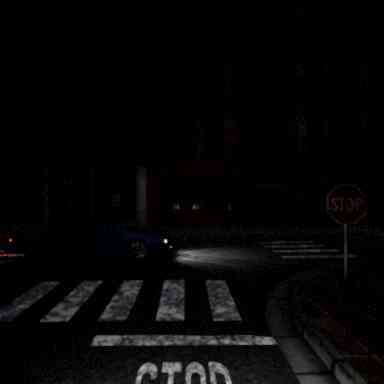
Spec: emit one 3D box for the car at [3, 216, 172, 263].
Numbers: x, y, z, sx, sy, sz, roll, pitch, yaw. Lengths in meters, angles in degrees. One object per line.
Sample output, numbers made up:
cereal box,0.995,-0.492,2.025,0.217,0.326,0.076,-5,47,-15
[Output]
car,-3.403,1.534,11.406,5.357,1.411,2.033,-1,-1,-1
